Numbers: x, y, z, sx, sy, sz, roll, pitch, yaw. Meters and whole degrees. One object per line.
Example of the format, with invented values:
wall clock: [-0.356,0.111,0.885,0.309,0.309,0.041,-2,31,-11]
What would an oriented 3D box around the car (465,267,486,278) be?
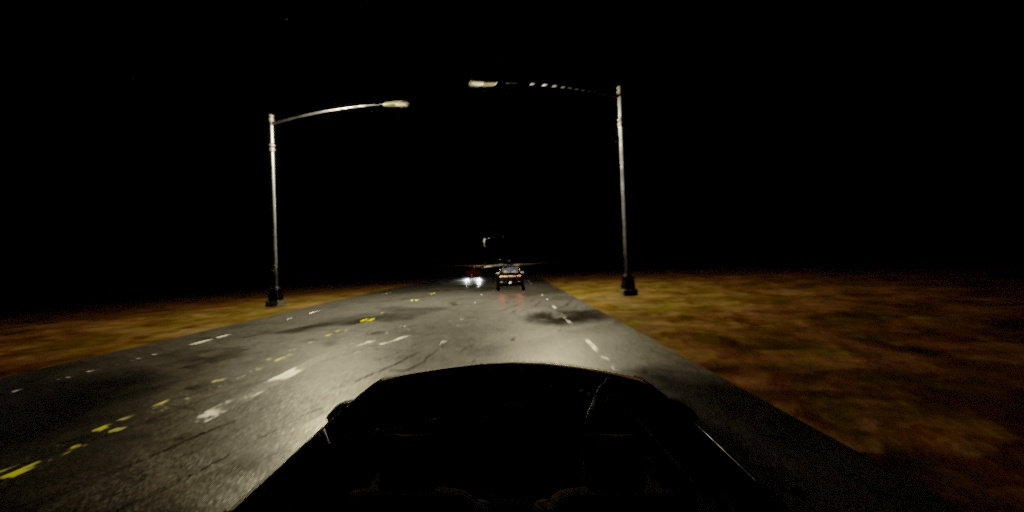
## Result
car: [-4.674,2.013,45.861,1.895,1.301,4.718,-2,-1,6]

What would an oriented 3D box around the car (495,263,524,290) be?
car: [-0.139,1.538,25.525,2.128,1.511,4.902,-2,-1,-1]
